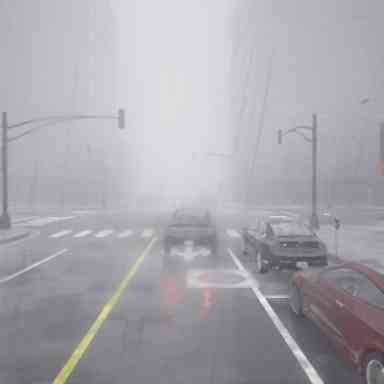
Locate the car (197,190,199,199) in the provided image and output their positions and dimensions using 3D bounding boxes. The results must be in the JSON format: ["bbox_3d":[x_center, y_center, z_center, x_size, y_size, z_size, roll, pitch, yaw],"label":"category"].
[{"bbox_3d":[2.249,0.873,55.979,1.967,1.590,4.097,0,1,0],"label":"car"}]

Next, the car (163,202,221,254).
[{"bbox_3d":[0.053,1.359,12.831,2.128,1.511,4.902,0,1,4],"label":"car"}]

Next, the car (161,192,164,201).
[{"bbox_3d":[-6.277,0.999,55.922,1.947,1.339,4.313,0,1,0],"label":"car"}]

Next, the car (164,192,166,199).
[{"bbox_3d":[-6.314,0.958,61.590,1.802,1.307,4.206,0,1,0],"label":"car"}]

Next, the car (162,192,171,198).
[{"bbox_3d":[-6.460,0.686,84.260,1.887,1.381,4.507,0,1,0],"label":"car"}]

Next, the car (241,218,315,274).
[{"bbox_3d":[2.557,1.448,9.996,2.008,1.369,4.403,0,1,-1],"label":"car"}]

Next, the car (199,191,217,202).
[{"bbox_3d":[2.322,0.987,44.642,1.967,1.590,4.097,0,1,0],"label":"car"}]

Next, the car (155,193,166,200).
[{"bbox_3d":[-6.350,0.884,67.258,1.947,1.339,4.313,0,1,0],"label":"car"}]

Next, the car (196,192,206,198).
[{"bbox_3d":[2.102,0.751,78.656,2.008,1.369,4.403,0,1,0],"label":"car"}]

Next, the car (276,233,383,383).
[{"bbox_3d":[2.618,1.536,4.403,1.802,1.307,4.206,0,1,-1],"label":"car"}]

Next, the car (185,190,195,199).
[{"bbox_3d":[-0.541,0.755,75.016,1.812,1.442,4.674,0,1,0],"label":"car"}]

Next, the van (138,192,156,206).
[{"bbox_3d":[-6.204,0.888,44.584,1.690,1.788,3.998,0,1,0],"label":"van"}]

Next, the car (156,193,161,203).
[{"bbox_3d":[-6.240,0.930,50.253,1.967,1.590,4.097,0,1,0],"label":"car"}]

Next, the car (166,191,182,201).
[{"bbox_3d":[-3.486,0.954,63.775,1.895,1.301,4.718,0,1,0],"label":"car"}]

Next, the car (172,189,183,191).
[{"bbox_3d":[-3.569,0.362,79.164,1.994,1.385,4.181,0,1,0],"label":"car"}]
